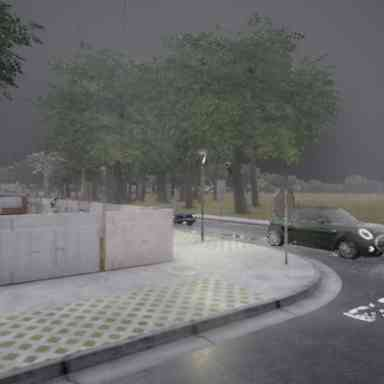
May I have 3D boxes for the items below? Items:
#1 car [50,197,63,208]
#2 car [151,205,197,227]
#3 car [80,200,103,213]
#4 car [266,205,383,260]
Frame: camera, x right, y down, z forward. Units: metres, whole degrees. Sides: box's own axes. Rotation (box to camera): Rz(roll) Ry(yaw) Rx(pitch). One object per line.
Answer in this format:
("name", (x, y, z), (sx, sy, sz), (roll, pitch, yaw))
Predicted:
("car", (-18.962, 1.473, 46.603), (1.812, 1.442, 4.674), (0, 0, -35))
("car", (-1.712, 1.560, 22.082), (1.895, 1.301, 4.718), (0, 0, -35))
("car", (-9.881, 1.484, 33.622), (2.033, 1.411, 5.357), (0, 0, -35))
("car", (5.059, 1.329, 12.521), (2.097, 1.767, 4.553), (0, 0, -35))
